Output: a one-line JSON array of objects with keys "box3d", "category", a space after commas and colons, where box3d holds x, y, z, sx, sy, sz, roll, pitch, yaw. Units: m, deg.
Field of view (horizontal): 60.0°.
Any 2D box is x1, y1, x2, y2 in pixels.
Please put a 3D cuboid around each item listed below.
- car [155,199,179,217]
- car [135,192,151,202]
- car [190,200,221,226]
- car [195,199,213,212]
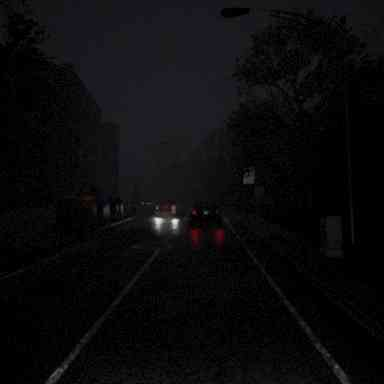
[{"box3d": [-2.413, 1.461, 32.857, 2.097, 1.767, 4.553, 0, 0, 2], "category": "car"}, {"box3d": [-10.883, 1.082, 72.707, 2.150, 2.045, 5.566, 4, -1, -31], "category": "car"}, {"box3d": [1.004, 1.426, 24.293, 2.097, 1.767, 4.553, 0, 0, 2], "category": "car"}, {"box3d": [1.475, 1.692, 42.600, 2.033, 1.411, 5.357, 0, 0, -2], "category": "car"}]
